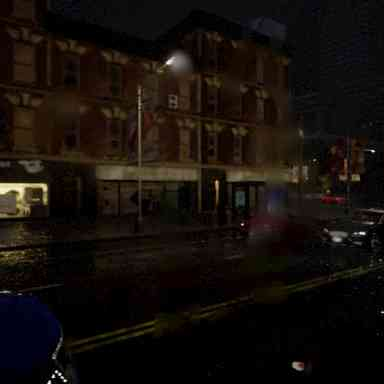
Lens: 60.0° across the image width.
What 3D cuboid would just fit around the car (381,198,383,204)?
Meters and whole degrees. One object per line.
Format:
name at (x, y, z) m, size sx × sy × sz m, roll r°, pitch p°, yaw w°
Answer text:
car at (29.560, 1.451, 48.112) m, size 1.895 × 1.301 × 4.718 m, roll 0°, pitch 0°, yaw 1°

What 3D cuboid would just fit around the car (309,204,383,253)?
car at (7.252, 1.452, 13.511) m, size 4.902 × 1.511 × 2.128 m, roll 0°, pitch 0°, yaw -36°

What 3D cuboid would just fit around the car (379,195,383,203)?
car at (37.860, 1.327, 62.544) m, size 2.002 × 1.452 × 4.674 m, roll 0°, pitch 0°, yaw -16°

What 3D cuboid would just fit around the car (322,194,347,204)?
car at (24.962, 1.195, 58.248) m, size 2.097 × 1.767 × 4.553 m, roll 0°, pitch 0°, yaw -13°

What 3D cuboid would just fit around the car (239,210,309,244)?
car at (4.467, 1.565, 15.793) m, size 4.718 × 1.301 × 1.895 m, roll 0°, pitch 0°, yaw -35°

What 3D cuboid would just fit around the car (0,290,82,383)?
car at (-3.337, 1.227, 1.364) m, size 5.566 × 2.045 × 2.150 m, roll 0°, pitch 0°, yaw -36°
